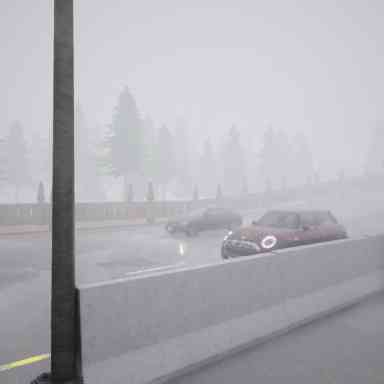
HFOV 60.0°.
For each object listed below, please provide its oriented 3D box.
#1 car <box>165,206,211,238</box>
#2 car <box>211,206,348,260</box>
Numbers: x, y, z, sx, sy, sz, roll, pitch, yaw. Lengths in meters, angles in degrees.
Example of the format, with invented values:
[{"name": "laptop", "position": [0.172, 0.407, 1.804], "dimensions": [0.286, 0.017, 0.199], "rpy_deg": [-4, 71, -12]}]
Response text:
[{"name": "car", "position": [0.750, 1.491, 17.839], "dimensions": [4.674, 1.442, 1.812], "rpy_deg": [-1, 1, -38]}, {"name": "car", "position": [3.096, 1.347, 10.821], "dimensions": [4.553, 1.767, 2.097], "rpy_deg": [0, 0, -38]}]
